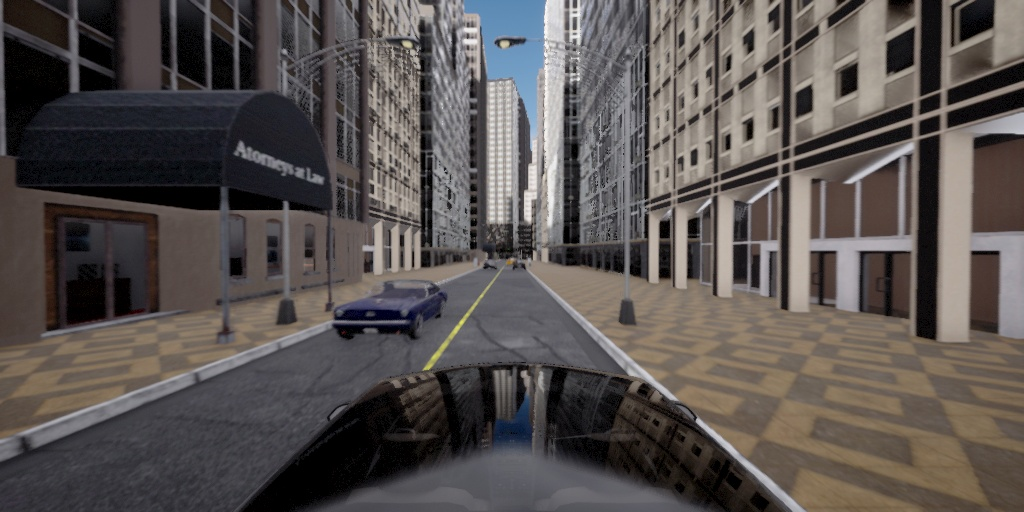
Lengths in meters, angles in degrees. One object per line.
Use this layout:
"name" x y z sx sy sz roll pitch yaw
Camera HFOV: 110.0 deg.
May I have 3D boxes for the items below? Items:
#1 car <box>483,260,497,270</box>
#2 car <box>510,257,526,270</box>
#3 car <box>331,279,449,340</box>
"car" -3.075 1.247 50.951 2.033 1.411 5.357 0 0 0
"car" 1.048 1.227 50.928 1.812 1.442 4.674 0 0 0
"car" -3.101 1.339 10.081 1.895 1.301 4.718 0 0 0
